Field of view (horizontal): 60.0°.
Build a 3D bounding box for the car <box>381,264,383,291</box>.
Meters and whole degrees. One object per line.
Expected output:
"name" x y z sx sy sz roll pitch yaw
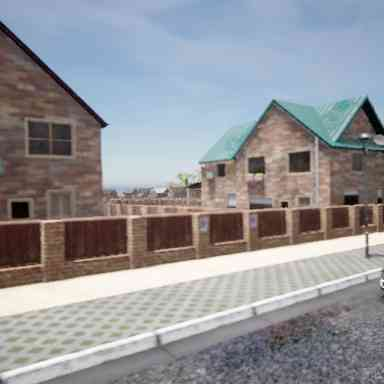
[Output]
"car" 6.079 1.486 7.400 4.892 1.490 1.837 0 0 -35
